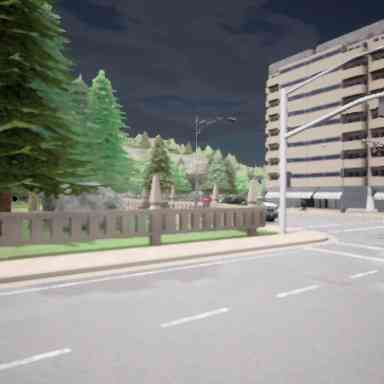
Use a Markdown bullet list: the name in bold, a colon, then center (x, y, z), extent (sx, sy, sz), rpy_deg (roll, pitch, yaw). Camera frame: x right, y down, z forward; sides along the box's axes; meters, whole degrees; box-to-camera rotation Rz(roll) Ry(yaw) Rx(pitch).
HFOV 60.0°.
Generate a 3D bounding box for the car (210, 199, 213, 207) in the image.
- **car**: center (1.155, 1.821, 41.027), extent (1.895, 1.301, 4.718), rpy_deg (1, 0, -20)

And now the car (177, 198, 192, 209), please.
- **car**: center (-1.209, 1.769, 51.132), extent (1.837, 1.490, 4.892), rpy_deg (1, 0, -5)

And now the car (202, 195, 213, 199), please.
- **car**: center (3.282, 1.612, 64.190), extent (2.150, 2.045, 5.566), rpy_deg (0, 0, 14)

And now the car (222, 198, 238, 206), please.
- **car**: center (7.715, 1.995, 66.873), extent (2.033, 1.411, 5.357), rpy_deg (0, 0, 20)

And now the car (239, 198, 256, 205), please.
- **car**: center (12.769, 2.150, 76.255), extent (1.895, 1.301, 4.718), rpy_deg (0, 0, 40)

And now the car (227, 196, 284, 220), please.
- **car**: center (5.971, 1.426, 31.878), extent (2.150, 2.045, 5.566), rpy_deg (1, 0, -32)

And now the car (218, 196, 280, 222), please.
- **car**: center (4.586, 1.386, 27.615), extent (2.150, 2.045, 5.566), rpy_deg (1, 0, -33)

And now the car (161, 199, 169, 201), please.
- **car**: center (-4.007, 1.689, 46.794), extent (1.882, 1.535, 5.008), rpy_deg (1, 0, -10)

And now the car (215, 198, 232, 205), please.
- **car**: center (7.056, 2.014, 74.143), extent (1.812, 1.442, 4.674), rpy_deg (0, 0, 32)

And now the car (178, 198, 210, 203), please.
- **car**: center (-0.387, 1.653, 36.189), extent (1.882, 1.535, 5.008), rpy_deg (1, 0, -26)

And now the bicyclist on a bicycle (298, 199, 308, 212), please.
- **bicyclist on a bicycle**: center (13.807, 1.639, 41.424), extent (1.656, 1.620, 0.582), rpy_deg (0, 0, -29)
